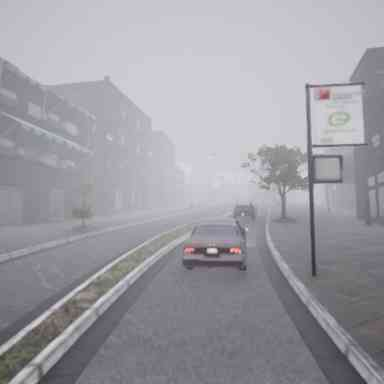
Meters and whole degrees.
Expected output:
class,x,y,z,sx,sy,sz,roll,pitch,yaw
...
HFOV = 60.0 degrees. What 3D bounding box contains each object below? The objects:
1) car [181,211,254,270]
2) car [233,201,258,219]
class,x,y,z,sx,sy,sz,roll,pitch,yaw
car,0.903,1.580,11.130,2.033,1.411,5.357,-1,0,9
car,4.799,1.551,29.922,1.837,1.490,4.892,-1,0,14
